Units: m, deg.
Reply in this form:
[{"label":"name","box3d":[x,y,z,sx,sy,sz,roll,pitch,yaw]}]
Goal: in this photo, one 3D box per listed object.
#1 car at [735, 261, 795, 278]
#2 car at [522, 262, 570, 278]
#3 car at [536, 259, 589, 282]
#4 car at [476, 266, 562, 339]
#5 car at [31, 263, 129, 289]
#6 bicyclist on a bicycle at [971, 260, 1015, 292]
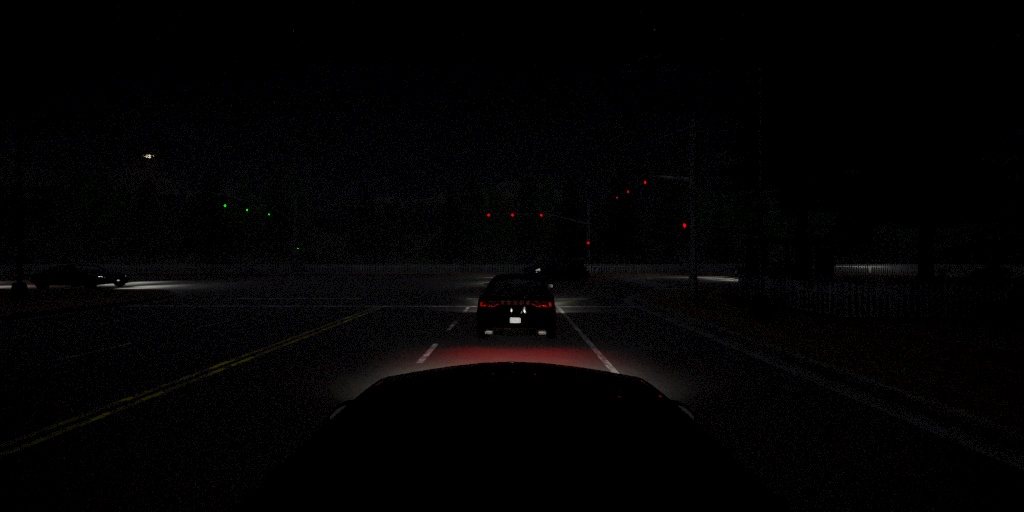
[{"label":"car","box3d":[21.179,1.220,28.987,4.674,1.442,1.812,0,0,1]},{"label":"car","box3d":[3.024,1.263,32.625,4.181,1.385,1.994,0,0,0]},{"label":"car","box3d":[3.483,1.060,27.403,4.553,1.767,2.097,0,0,-16]},{"label":"car","box3d":[0.173,1.228,10.168,1.882,1.535,5.008,0,0,2]},{"label":"car","box3d":[-26.580,1.220,22.081,4.674,1.442,1.812,0,0,0]},{"label":"bicyclist on a bicycle","box3d":[22.821,0.995,17.030,0.582,1.620,1.656,0,0,0]}]
